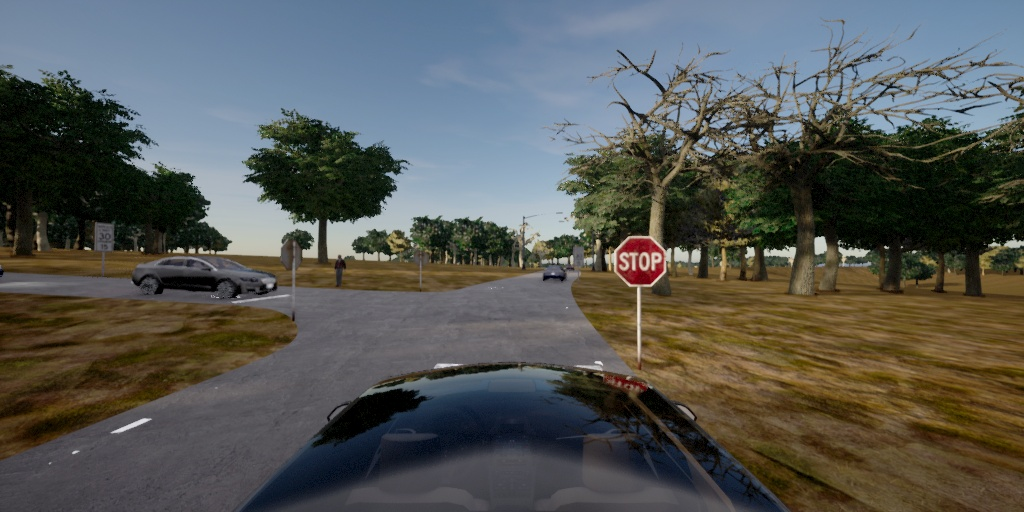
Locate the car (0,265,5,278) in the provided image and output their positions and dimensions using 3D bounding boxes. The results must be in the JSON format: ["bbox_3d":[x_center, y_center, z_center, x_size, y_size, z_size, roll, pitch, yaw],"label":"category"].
[{"bbox_3d":[-23.636,0.282,14.496,4.674,1.442,1.812,2,-1,3],"label":"car"}]

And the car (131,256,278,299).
[{"bbox_3d":[-11.756,0.776,13.906,4.902,1.511,2.128,3,-1,2],"label":"car"}]

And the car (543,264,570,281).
[{"bbox_3d":[4.105,1.577,33.832,1.994,1.385,4.181,0,-1,12],"label":"car"}]

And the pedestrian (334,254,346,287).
[{"bbox_3d":[-9.700,0.790,20.103,0.375,1.860,0.375,0,-4,3],"label":"pedestrian"}]
